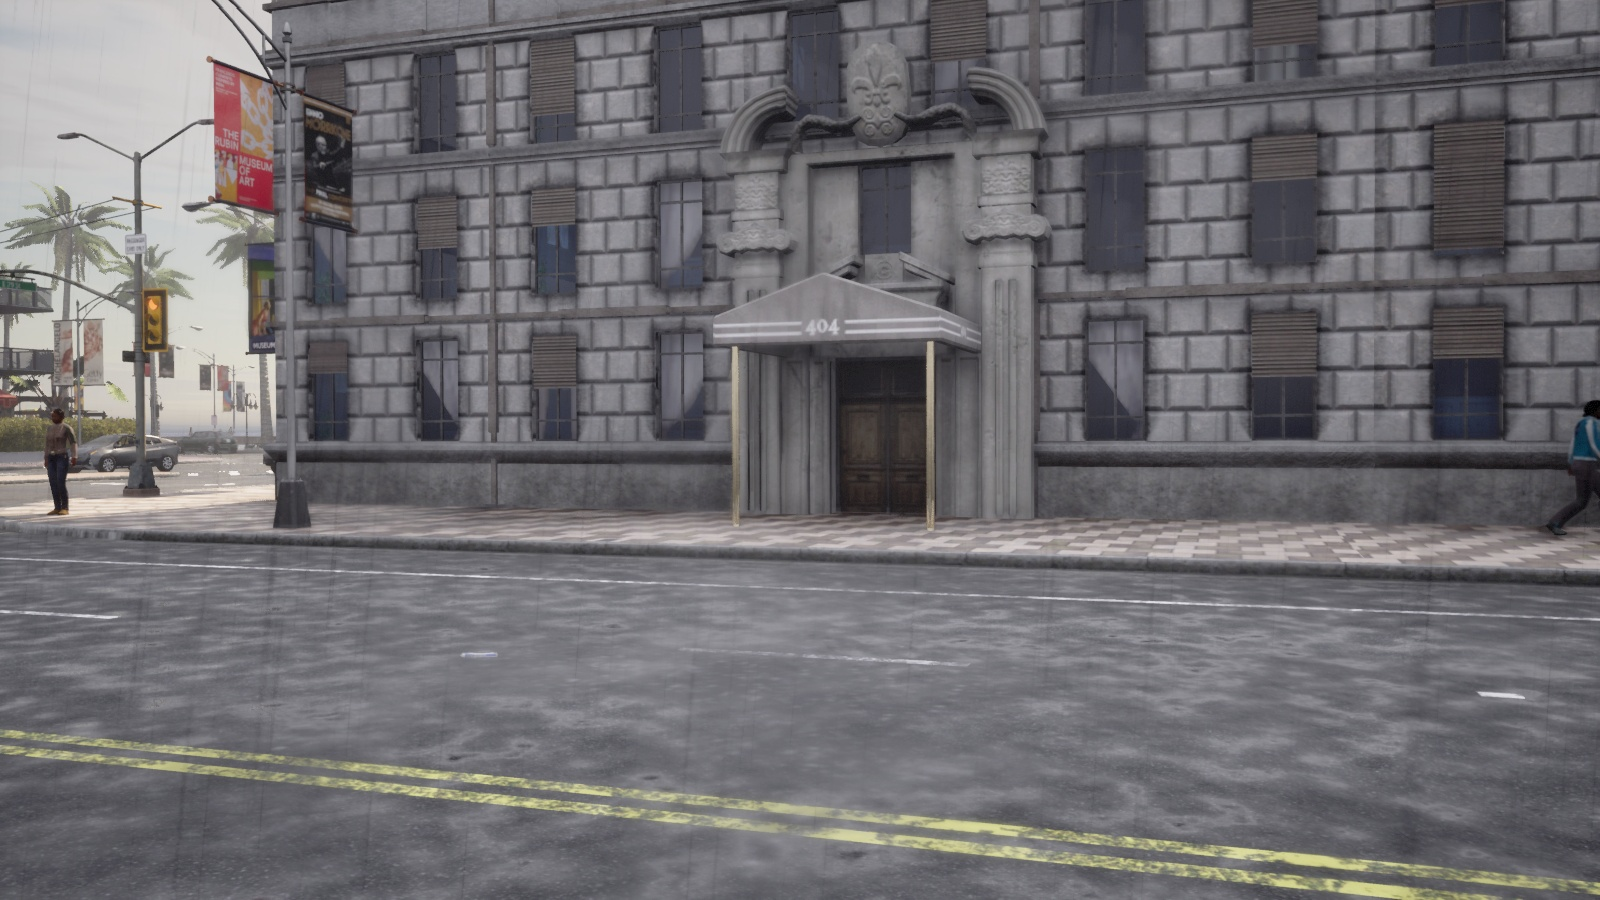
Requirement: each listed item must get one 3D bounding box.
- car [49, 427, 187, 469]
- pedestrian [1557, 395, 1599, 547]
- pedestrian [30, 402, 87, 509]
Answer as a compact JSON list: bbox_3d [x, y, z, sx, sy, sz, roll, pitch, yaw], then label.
[{"bbox_3d":[-26.233,-0.102,48.491,2.007,1.525,4.514,1,1,19],"label":"car"},{"bbox_3d":[10.193,0.263,16.175,0.692,1.930,0.396,1,1,23],"label":"pedestrian"},{"bbox_3d":[-12.728,0.090,21.561,0.328,1.805,0.869,0,1,12],"label":"pedestrian"}]
